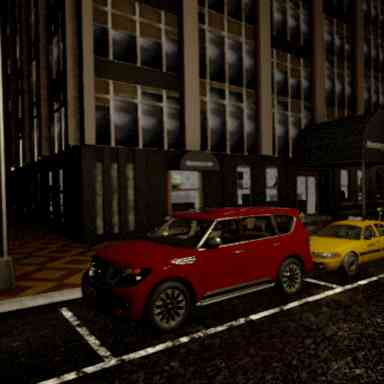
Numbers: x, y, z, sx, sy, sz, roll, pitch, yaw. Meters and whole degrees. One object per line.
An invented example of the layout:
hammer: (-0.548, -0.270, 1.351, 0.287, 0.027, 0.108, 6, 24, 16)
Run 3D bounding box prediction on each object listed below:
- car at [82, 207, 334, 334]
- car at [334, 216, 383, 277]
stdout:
car: (0.415, 1.280, 6.870, 5.009, 1.841, 2.192, -1, -1, -35)
car: (4.788, 1.445, 9.982, 4.829, 1.417, 1.752, -1, -1, -35)
